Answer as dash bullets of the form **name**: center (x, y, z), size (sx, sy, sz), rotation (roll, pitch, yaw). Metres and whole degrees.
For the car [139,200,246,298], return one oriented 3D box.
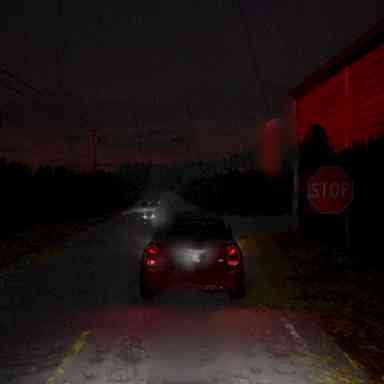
- **car**: center (0.055, 1.242, 8.403), size (2.097, 1.767, 4.553), rotation (0, 1, 1)

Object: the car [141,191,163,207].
- **car**: center (-4.853, 0.990, 38.884), size (2.128, 1.511, 4.902), rotation (0, 1, -4)

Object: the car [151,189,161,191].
- **car**: center (-6.234, 0.485, 57.323), size (2.150, 2.045, 5.566), rotation (0, 0, -4)
